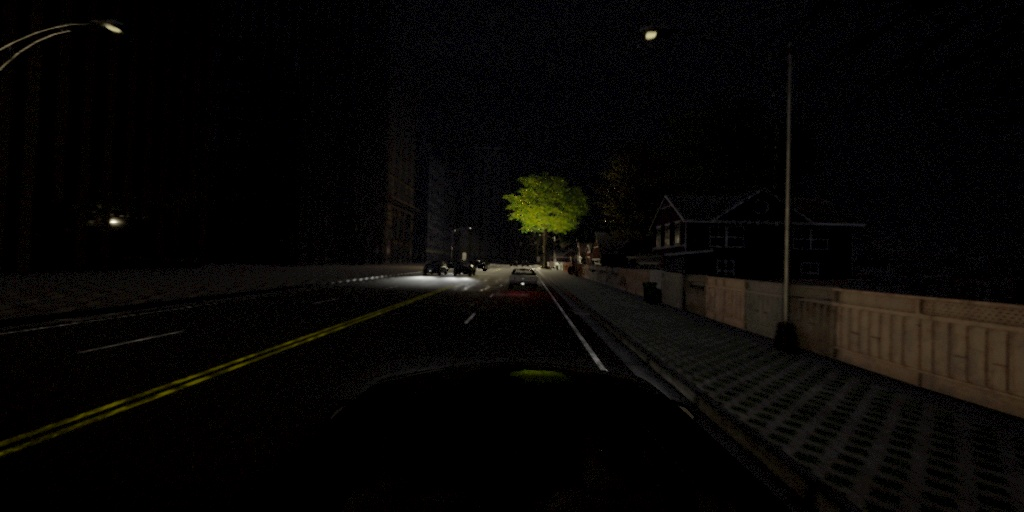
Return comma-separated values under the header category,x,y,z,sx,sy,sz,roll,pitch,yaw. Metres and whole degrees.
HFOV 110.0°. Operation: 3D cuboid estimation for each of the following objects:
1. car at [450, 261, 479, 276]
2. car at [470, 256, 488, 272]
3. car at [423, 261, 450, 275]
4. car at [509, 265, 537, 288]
category,x,y,z,sx,sy,sz,roll,pitch,yaw
car,-5.156,1.502,39.507,1.895,1.301,4.718,2,0,2
car,-4.681,1.049,51.304,2.150,2.045,5.566,2,-1,2
car,-8.398,1.300,39.665,2.128,1.511,4.902,2,0,2
car,0.822,1.566,25.987,1.895,1.301,4.718,2,0,2
